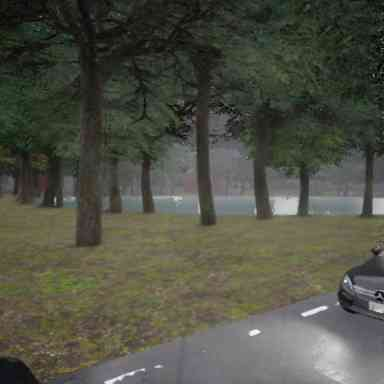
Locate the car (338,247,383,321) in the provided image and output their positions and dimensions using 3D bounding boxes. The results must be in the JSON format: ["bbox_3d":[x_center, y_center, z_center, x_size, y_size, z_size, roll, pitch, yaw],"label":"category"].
[{"bbox_3d":[4.797,1.550,6.542,4.674,1.442,1.812,0,0,-36],"label":"car"}]

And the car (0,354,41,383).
[{"bbox_3d":[-2.621,1.571,1.128,4.181,1.385,1.994,0,0,-37],"label":"car"}]
